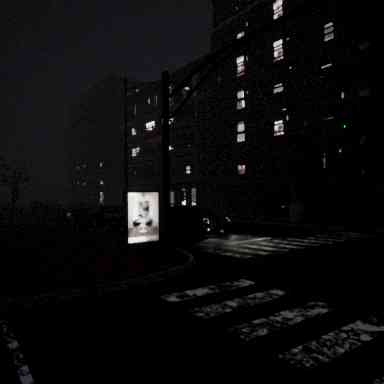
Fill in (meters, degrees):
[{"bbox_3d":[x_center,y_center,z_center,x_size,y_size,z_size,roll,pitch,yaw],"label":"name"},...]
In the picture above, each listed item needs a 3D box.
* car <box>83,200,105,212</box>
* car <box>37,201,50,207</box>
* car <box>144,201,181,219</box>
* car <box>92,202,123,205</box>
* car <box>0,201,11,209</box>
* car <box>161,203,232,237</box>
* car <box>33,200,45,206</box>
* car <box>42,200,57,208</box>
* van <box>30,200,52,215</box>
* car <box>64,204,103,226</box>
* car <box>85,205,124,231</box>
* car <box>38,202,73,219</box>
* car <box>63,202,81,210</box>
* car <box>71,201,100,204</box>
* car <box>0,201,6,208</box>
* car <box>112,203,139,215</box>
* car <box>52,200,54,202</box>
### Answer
[{"bbox_3d":[-15.012,2.118,50.696,1.967,1.590,4.097,-2,0,-36],"label":"car"},{"bbox_3d":[-34.656,2.735,77.724,1.947,1.339,4.313,-2,0,-36],"label":"car"},{"bbox_3d":[-3.130,1.823,34.557,1.967,1.590,4.097,-2,0,-36],"label":"car"},{"bbox_3d":[-7.003,1.912,29.839,1.837,1.490,4.892,-1,-1,-36],"label":"car"},{"bbox_3d":[-38.162,2.703,68.293,2.008,1.369,4.403,-2,0,-36],"label":"car"},{"bbox_3d":[0.275,1.579,19.888,2.097,1.767,4.553,-1,-1,-37],"label":"car"},{"bbox_3d":[-37.931,2.796,82.229,1.887,1.381,4.507,-2,0,-36],"label":"car"},{"bbox_3d":[-31.386,2.527,73.219,1.967,1.590,4.097,-2,0,-36],"label":"car"},{"bbox_3d":[-19.828,2.034,43.010,1.690,1.788,3.998,-2,0,-36],"label":"van"},{"bbox_3d":[-8.800,1.969,27.669,2.008,1.369,4.403,-2,0,-36],"label":"car"},{"bbox_3d":[-5.526,1.887,23.164,2.008,1.369,4.403,-2,0,-36],"label":"car"},{"bbox_3d":[-14.895,2.114,36.133,1.887,1.381,4.507,-2,0,-36],"label":"car"},{"bbox_3d":[-21.560,2.423,59.703,1.802,1.307,4.206,-2,0,-36],"label":"car"},{"bbox_3d":[-14.821,2.118,46.041,1.882,1.535,5.008,-1,-1,-36],"label":"car"},{"bbox_3d":[-44.710,2.861,77.303,1.887,1.381,4.507,-2,0,-36],"label":"car"},{"bbox_3d":[-8.401,2.096,41.730,1.802,1.307,4.206,-2,0,-36],"label":"car"},{"bbox_3d":[-18.639,2.222,45.961,1.812,1.442,4.674,-1,-1,-35],"label":"car"}]
